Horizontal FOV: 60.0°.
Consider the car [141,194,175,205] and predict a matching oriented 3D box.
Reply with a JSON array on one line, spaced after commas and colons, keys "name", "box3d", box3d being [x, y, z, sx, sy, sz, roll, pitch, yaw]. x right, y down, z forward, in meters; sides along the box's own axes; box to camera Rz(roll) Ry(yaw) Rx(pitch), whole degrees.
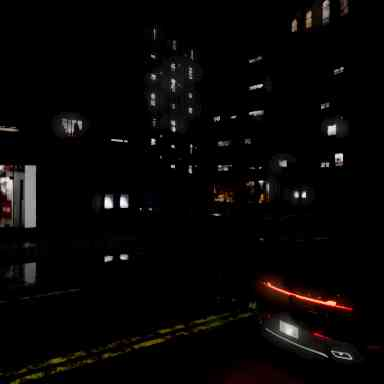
[{"name": "car", "box3d": [-4.373, 0.961, 42.543, 4.206, 1.307, 1.802, 1, 0, 37]}]

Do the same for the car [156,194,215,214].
[{"name": "car", "box3d": [-0.614, 1.138, 29.221, 4.403, 1.369, 2.008, 1, 0, 37]}]

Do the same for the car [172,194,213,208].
[{"name": "car", "box3d": [0.041, 1.041, 39.219, 4.403, 1.369, 2.008, 1, 0, 37]}]

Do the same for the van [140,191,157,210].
[{"name": "van", "box3d": [-5.021, 0.817, 32.546, 3.998, 1.788, 1.690, 1, 0, 37]}]

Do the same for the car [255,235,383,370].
[{"name": "car", "box3d": [3.230, 1.507, 5.617, 4.892, 1.490, 1.837, 0, 0, -35]}]

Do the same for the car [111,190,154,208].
[{"name": "car", "box3d": [-6.626, 0.753, 36.977, 4.553, 1.767, 2.097, 1, 1, 37]}]

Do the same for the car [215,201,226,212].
[{"name": "car", "box3d": [0.846, 1.066, 31.346, 5.008, 1.535, 1.882, 1, 1, 37]}]
